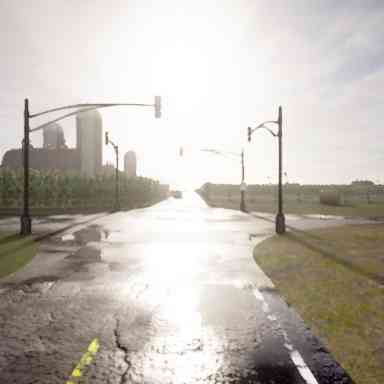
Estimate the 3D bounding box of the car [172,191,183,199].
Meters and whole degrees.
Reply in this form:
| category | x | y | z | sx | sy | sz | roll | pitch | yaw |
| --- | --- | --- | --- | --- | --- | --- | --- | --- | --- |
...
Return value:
| category | x | y | z | sx | sy | sz | roll | pitch | yaw |
| --- | --- | --- | --- | --- | --- | --- | --- | --- | --- |
| car | -2.733 | 0.603 | 64.732 | 1.837 | 1.490 | 4.892 | 0 | 1 | 0 |
